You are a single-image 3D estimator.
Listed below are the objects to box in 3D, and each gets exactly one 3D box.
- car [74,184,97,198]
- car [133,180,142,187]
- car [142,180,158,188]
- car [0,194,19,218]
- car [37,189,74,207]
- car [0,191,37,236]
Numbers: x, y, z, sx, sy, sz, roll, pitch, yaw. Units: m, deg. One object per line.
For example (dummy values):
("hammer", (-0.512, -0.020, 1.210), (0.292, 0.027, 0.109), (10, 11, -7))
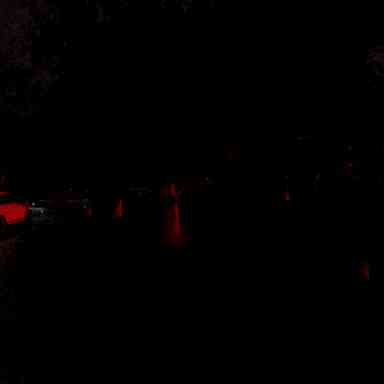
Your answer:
("car", (-12.589, -0.311, 39.372), (2.097, 1.767, 4.553), (0, 4, 8))
("car", (-9.292, -1.533, 59.299), (1.895, 1.301, 4.718), (0, 4, 10))
("car", (-6.227, -1.393, 56.425), (2.033, 1.411, 5.357), (0, 4, 10))
("car", (-13.725, 0.978, 22.087), (1.837, 1.490, 4.892), (0, 3, 0))
("car", (-13.448, 0.476, 31.179), (2.033, 1.411, 5.357), (0, 4, 4))
("car", (-9.993, 0.957, 16.666), (2.150, 2.045, 5.566), (0, 2, -8))
